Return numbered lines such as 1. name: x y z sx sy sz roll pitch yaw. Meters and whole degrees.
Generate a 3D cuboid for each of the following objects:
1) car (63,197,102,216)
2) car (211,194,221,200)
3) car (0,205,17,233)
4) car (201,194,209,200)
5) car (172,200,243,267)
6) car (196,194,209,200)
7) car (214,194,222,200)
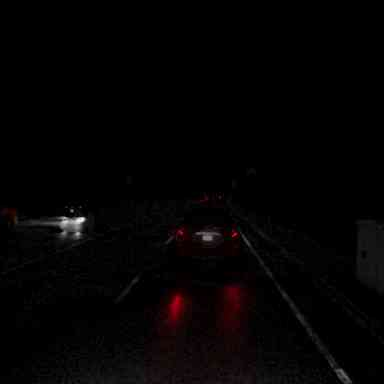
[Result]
1. car: -9.093 1.170 28.074 2.128 1.511 4.902 2 1 4
2. car: 5.735 1.404 81.249 1.882 1.535 5.008 2 0 7
3. car: -9.871 1.175 14.745 1.882 1.535 5.008 2 0 3
4. car: 3.554 1.305 91.481 1.812 1.442 4.674 2 0 8
5. car: 0.567 1.334 11.632 2.097 1.767 4.553 2 0 3
6. car: 2.207 1.356 81.214 2.128 1.511 4.902 2 0 7
7. car: 7.075 1.369 91.389 1.882 1.535 5.008 2 0 8
